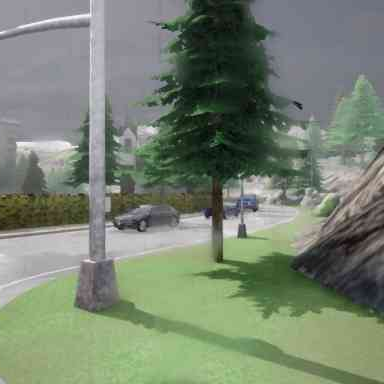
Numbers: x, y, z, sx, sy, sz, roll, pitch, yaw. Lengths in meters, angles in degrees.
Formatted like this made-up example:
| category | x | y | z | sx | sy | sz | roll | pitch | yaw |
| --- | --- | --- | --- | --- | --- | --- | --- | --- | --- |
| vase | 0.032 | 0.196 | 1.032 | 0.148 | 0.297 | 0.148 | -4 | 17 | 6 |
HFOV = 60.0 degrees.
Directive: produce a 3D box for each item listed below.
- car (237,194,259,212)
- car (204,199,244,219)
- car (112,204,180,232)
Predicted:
| category | x | y | z | sx | sy | sz | roll | pitch | yaw |
| --- | --- | --- | --- | --- | --- | --- | --- | --- | --- |
| car | 6.522 | 1.221 | 38.802 | 2.150 | 2.045 | 5.566 | 0 | 0 | 16 |
| car | 2.723 | 1.601 | 29.124 | 1.895 | 1.301 | 4.718 | 0 | 0 | 26 |
| car | -2.655 | 1.505 | 20.337 | 1.837 | 1.490 | 4.892 | 0 | 0 | 35 |
